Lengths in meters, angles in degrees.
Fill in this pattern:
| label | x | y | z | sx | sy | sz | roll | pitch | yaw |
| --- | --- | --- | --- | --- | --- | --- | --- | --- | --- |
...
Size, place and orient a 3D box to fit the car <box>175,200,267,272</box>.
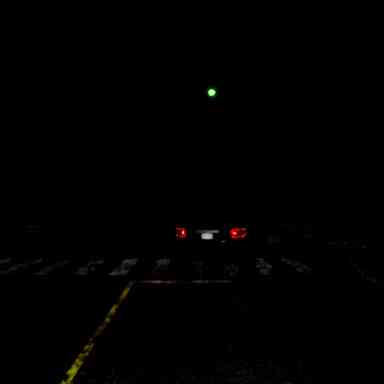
| label | x | y | z | sx | sy | sz | roll | pitch | yaw |
| --- | --- | --- | --- | --- | --- | --- | --- | --- | --- |
| car | 1.137 | 1.289 | 11.242 | 2.150 | 2.045 | 5.566 | -1 | -1 | 16 |
